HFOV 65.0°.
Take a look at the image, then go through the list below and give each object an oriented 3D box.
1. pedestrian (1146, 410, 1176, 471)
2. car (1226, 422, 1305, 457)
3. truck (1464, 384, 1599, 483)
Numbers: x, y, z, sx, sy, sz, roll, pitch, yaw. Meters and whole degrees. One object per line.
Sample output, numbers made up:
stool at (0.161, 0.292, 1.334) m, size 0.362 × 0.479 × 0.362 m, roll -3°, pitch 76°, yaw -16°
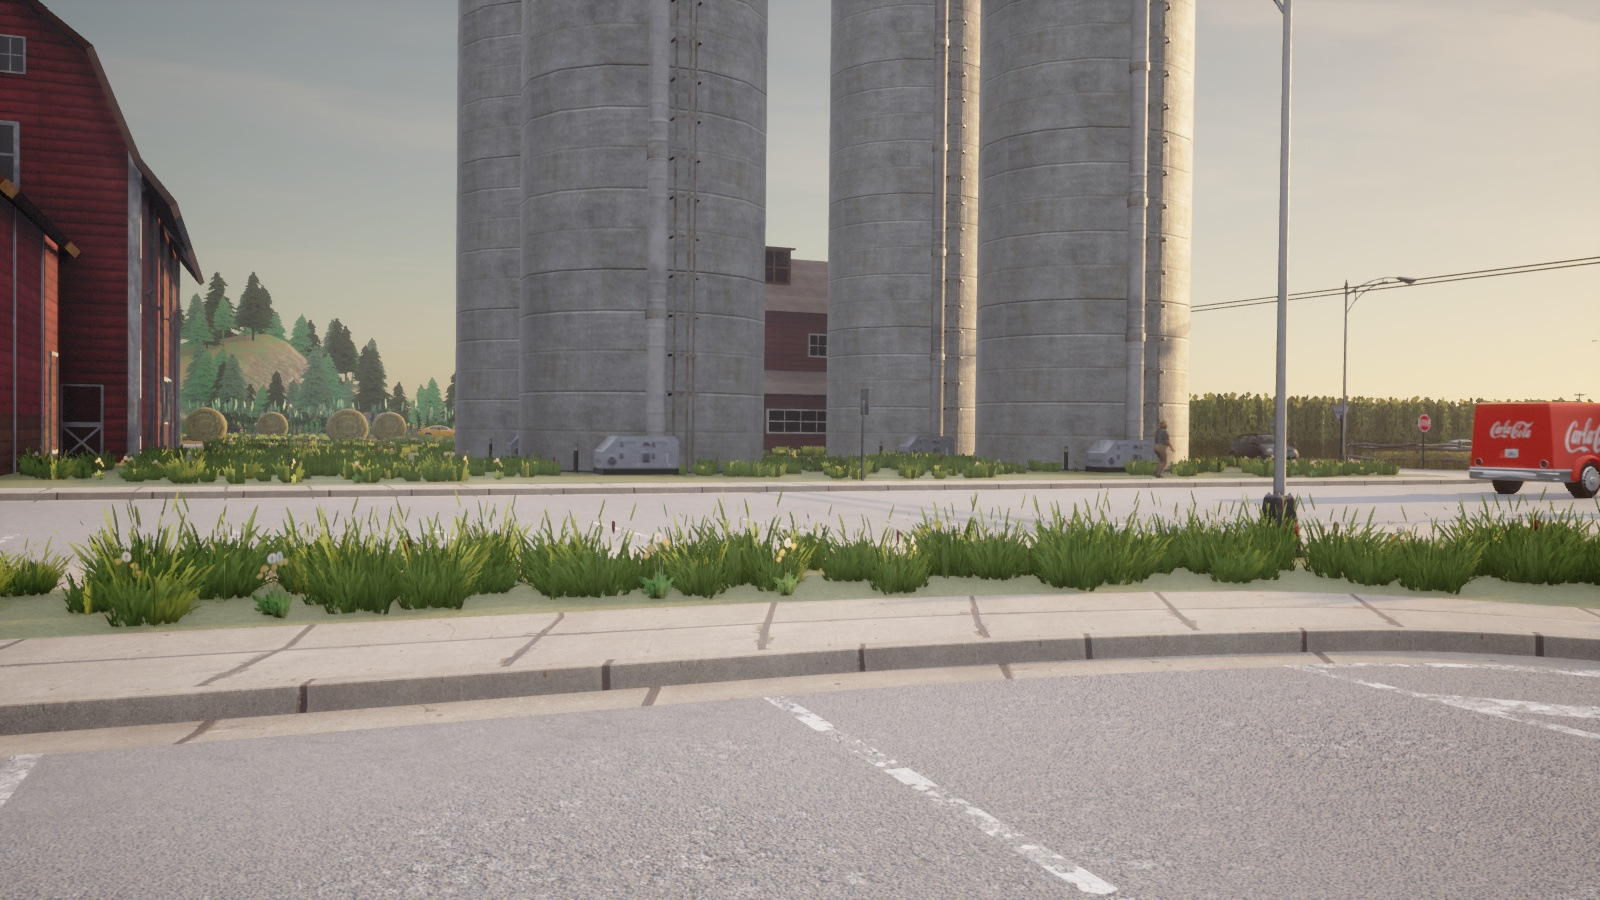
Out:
pedestrian at (11.018, -0.289, 38.300) m, size 0.694 × 1.848 × 0.540 m, roll -1°, pitch 1°, yaw -15°
car at (22.393, -0.531, 60.578) m, size 1.851 × 1.617 × 3.988 m, roll -1°, pitch 1°, yaw -9°
truck at (20.656, -0.459, 33.416) m, size 5.204 × 2.467 × 2.627 m, roll -1°, pitch 1°, yaw -24°
